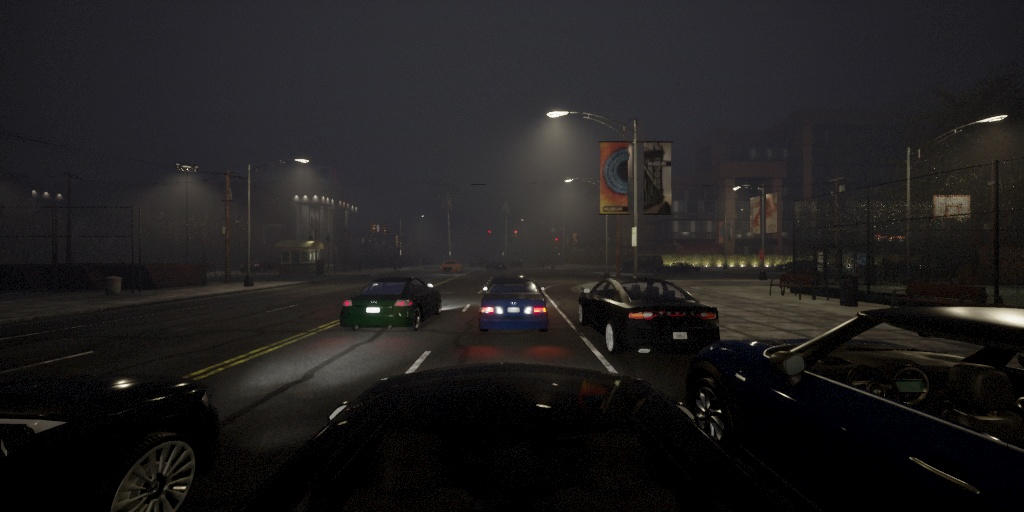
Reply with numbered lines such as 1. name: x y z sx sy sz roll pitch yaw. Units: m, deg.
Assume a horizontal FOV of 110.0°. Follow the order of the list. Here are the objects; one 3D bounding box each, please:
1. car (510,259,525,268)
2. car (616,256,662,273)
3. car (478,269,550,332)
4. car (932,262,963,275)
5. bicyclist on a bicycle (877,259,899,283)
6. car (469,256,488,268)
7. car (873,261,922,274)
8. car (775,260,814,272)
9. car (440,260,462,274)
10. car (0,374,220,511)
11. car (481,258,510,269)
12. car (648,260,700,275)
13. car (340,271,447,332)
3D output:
1. car: 0.975 1.255 60.969 1.837 1.490 4.892 -1 0 9
2. car: 15.352 0.971 42.942 5.566 2.045 2.150 0 0 1
3. car: 0.055 1.297 10.827 2.033 1.411 5.357 0 0 0
4. car: 45.154 1.314 36.046 4.181 1.385 1.994 0 0 -1
5. bicyclist on a bicycle: 26.060 1.051 24.979 0.582 1.620 1.656 0 0 -1
6. car: -5.670 0.971 63.574 2.150 2.045 5.566 0 0 15
7. car: 41.716 1.298 39.544 5.357 1.411 2.033 0 0 0
8. car: 34.360 1.254 43.023 4.892 1.490 1.837 0 0 0
9. car: -7.097 1.227 41.871 1.882 1.535 5.008 0 0 0
10. car: -3.400 1.242 1.057 2.128 1.511 4.902 0 0 0
11. car: -2.321 1.314 50.334 1.994 1.385 4.181 0 0 -23
12. car: 17.918 1.351 39.394 4.718 1.301 1.895 0 0 0
13. car: -3.444 1.314 10.930 1.994 1.385 4.181 0 0 0
